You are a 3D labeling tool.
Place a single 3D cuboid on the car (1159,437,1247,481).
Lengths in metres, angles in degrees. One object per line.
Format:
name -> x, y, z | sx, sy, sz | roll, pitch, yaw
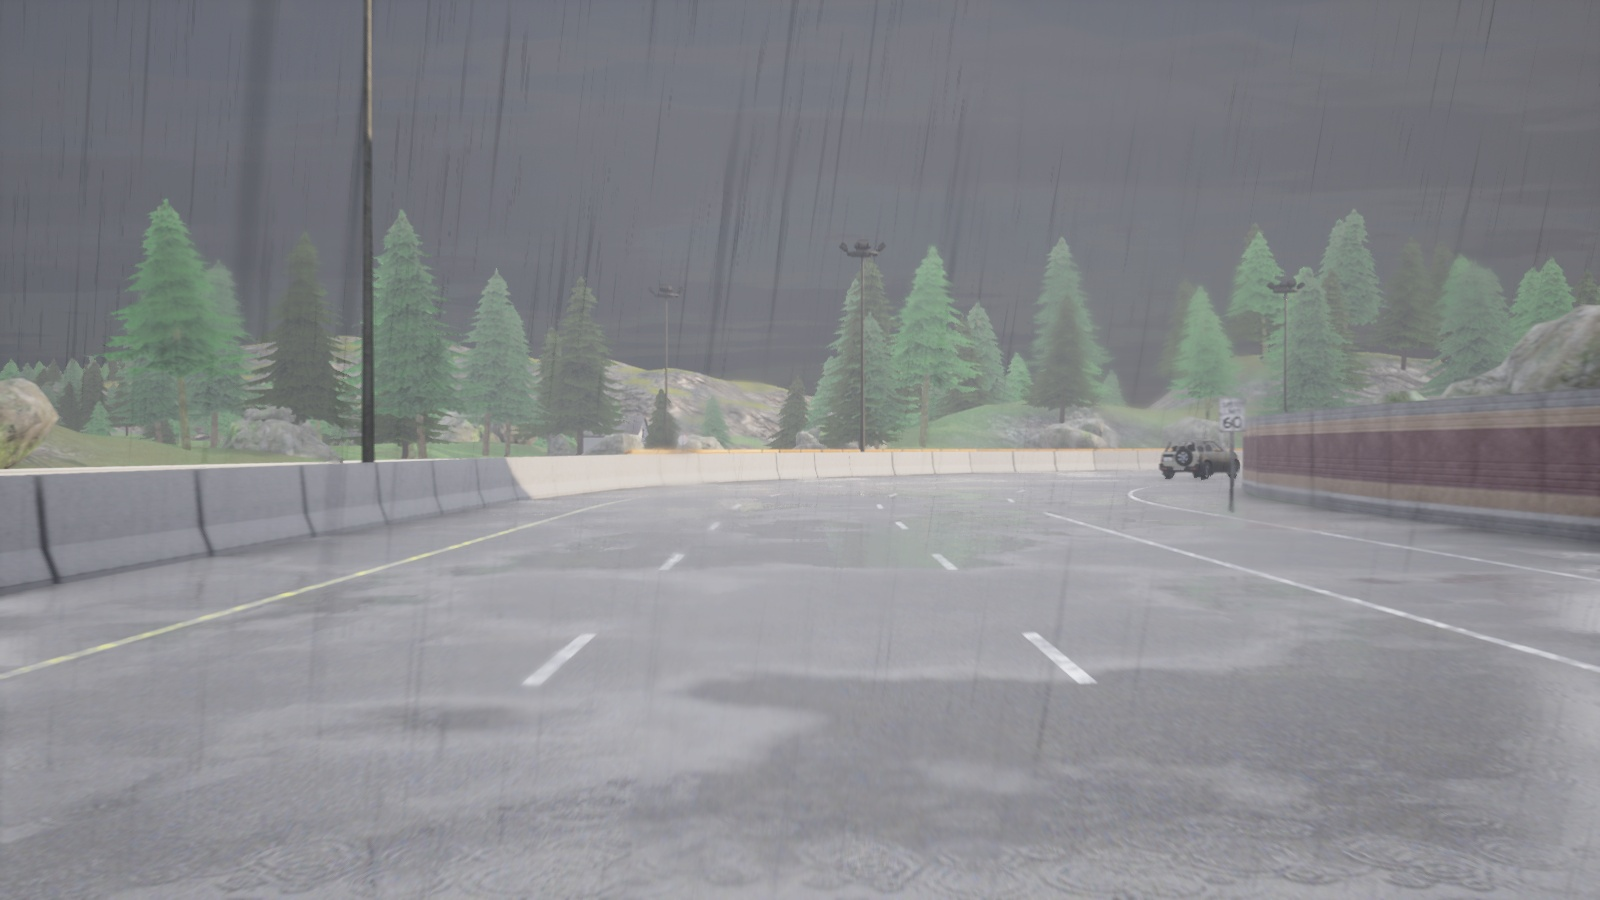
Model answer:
car -> 17.889, 0.385, 55.626 | 1.932, 1.855, 4.605 | 0, 0, 43
